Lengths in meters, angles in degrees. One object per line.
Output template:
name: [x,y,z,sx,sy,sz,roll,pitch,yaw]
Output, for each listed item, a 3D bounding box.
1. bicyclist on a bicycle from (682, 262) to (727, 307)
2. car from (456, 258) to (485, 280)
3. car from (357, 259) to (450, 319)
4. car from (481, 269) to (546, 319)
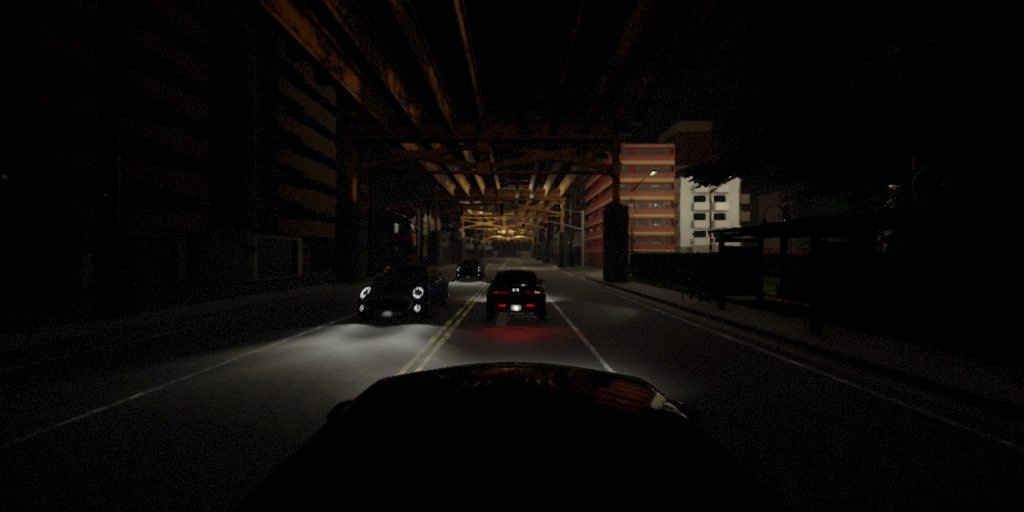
bicyclist on a bicycle: [6.966,1.034,12.980,1.656,1.620,0.582,1,0,0]
car: [-3.411,1.035,30.244,2.097,1.767,4.553,0,0,0]
car: [-3.563,1.069,12.537,2.097,1.767,4.553,0,0,0]
car: [0.127,1.227,12.635,1.837,1.490,4.892,0,0,0]
